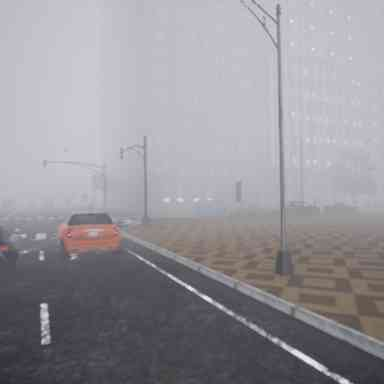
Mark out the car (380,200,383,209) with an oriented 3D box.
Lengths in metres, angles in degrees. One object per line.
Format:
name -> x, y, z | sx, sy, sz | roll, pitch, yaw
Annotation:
car -> 29.982, 1.742, 47.916 | 4.553, 1.767, 2.097 | 0, -2, -25

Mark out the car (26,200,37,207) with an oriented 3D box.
car -> -36.717, 2.615, 76.229 | 2.033, 1.411, 5.357 | 0, -1, -25

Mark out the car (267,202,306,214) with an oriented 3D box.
car -> 12.082, 2.014, 42.387 | 4.829, 1.417, 1.752 | 0, -2, -25

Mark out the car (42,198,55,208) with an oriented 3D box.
car -> -29.425, 2.252, 68.150 | 2.150, 2.045, 5.566 | 0, -1, -25

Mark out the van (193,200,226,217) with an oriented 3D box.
van -> 2.126, 1.829, 37.668 | 3.998, 1.788, 1.690 | 0, -2, -25

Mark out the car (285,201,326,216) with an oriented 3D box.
car -> 10.713, 1.608, 32.864 | 4.097, 1.590, 1.967 | 0, -2, -25

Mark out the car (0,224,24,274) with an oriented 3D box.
car -> -6.548, 1.691, 10.594 | 1.994, 1.385, 4.181 | 0, -1, -24

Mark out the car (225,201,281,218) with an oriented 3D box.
car -> 5.823, 1.693, 30.540 | 4.829, 1.417, 1.752 | 0, -2, -25

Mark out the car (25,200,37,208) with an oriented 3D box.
car -> -32.539, 2.542, 67.139 | 1.812, 1.442, 4.674 | 0, -1, -25

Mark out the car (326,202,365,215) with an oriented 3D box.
car -> 15.761, 1.751, 35.254 | 4.206, 1.307, 1.802 | 0, -2, -25

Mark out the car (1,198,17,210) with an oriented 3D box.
car -> -32.619, 2.109, 59.529 | 2.150, 2.045, 5.566 | 0, -1, -25

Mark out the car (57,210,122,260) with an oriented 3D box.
car -> -4.317, 1.515, 13.583 | 2.097, 1.767, 4.553 | 0, -1, -24

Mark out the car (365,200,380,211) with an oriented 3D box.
car -> 27.396, 1.937, 49.658 | 4.097, 1.590, 1.967 | 0, -2, -25
